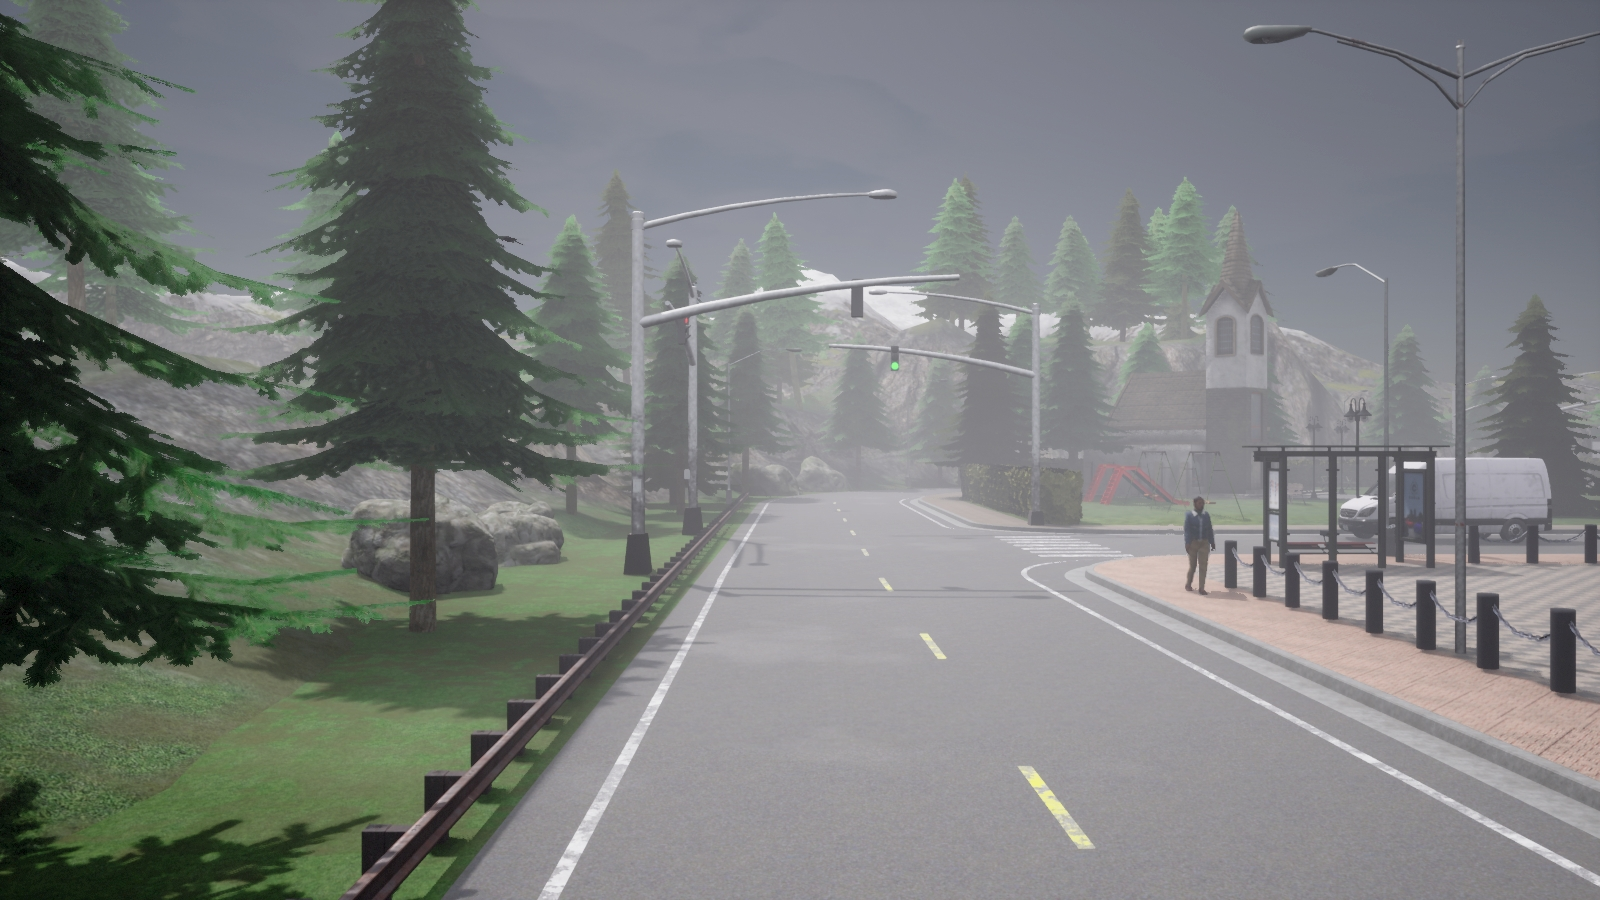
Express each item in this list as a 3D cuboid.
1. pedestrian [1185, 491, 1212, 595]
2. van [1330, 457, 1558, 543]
[{"bbox_3d":[7.275,1.691,20.865,0.375,1.860,0.375,0,0,-1],"label":"pedestrian"},{"bbox_3d":[19.746,1.515,35.223,5.915,2.561,1.988,0,0,0],"label":"van"}]
